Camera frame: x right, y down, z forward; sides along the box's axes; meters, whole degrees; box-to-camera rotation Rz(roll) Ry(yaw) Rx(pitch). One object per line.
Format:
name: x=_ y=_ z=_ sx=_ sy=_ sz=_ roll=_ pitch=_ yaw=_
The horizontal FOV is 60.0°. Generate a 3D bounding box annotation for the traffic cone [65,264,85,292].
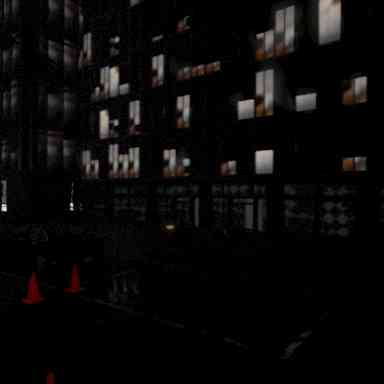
traffic cone: x=-2.764 y=2.010 z=7.856 sx=0.340 sy=0.580 sz=0.340 roll=0 pitch=-1 yaw=36

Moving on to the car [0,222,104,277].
car: x=-4.600 y=1.619 z=10.396 sx=4.403 sy=1.369 sz=2.008 roll=0 pitch=0 yaw=36

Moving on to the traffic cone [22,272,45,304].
traffic cone: x=-3.355 y=2.001 z=7.049 sx=0.340 sy=0.580 sz=0.340 roll=0 pitch=-1 yaw=36

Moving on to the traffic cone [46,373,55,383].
traffic cone: x=-1.308 y=1.978 z=3.072 sx=0.340 sy=0.580 sz=0.340 roll=0 pitch=-1 yaw=36
